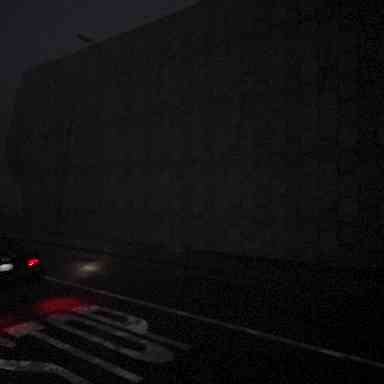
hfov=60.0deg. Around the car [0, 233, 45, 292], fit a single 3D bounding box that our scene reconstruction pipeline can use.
[{"bbox_3d":[-5.771,1.565,8.118,5.357,1.411,2.033,0,0,36],"label":"car"}]
